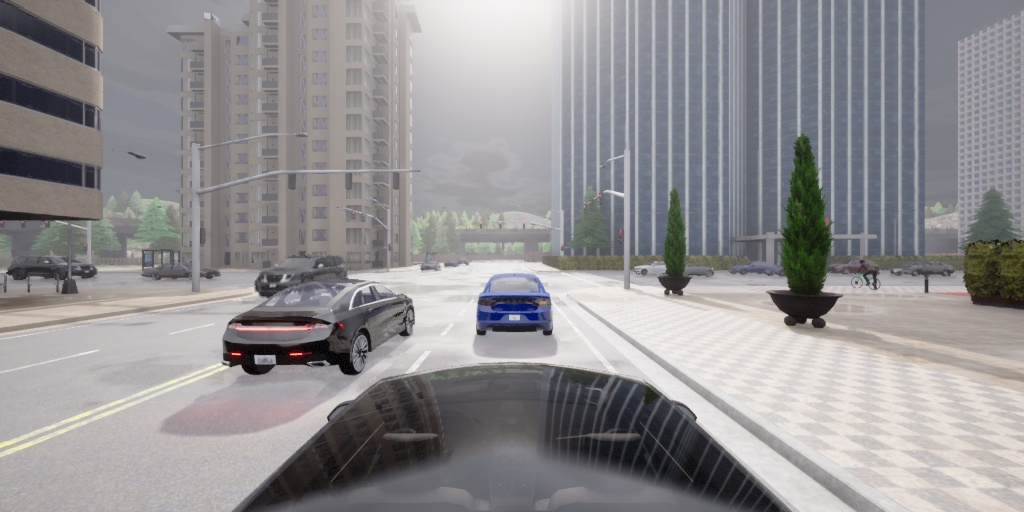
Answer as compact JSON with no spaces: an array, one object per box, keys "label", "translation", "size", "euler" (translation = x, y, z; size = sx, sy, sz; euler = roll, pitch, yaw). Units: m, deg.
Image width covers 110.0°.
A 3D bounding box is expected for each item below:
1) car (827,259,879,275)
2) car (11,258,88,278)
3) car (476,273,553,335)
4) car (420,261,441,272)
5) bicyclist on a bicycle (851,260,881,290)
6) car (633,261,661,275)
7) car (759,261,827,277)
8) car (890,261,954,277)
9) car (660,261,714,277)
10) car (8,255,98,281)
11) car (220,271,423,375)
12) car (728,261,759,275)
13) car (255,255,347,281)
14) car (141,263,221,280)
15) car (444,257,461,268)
[{"label":"car","translation":[35.941,1.101,38.067],"size":[4.553,1.767,2.097],"euler":[0,0,0]},{"label":"car","translation":[-43.385,1.102,33.732],"size":[4.553,1.767,2.097],"euler":[0,0,-1]},{"label":"car","translation":[0.071,1.228,10.493],"size":[1.882,1.535,5.008],"euler":[0,0,0]},{"label":"car","translation":[-10.624,1.314,46.995],"size":[1.994,1.385,4.181],"euler":[0,0,0]},{"label":"bicyclist on a bicycle","translation":[19.632,1.051,19.926],"size":[0.582,1.620,1.656],"euler":[0,0,-1]},{"label":"car","translation":[15.190,1.276,37.863],"size":[4.674,1.442,1.812],"euler":[0,0,-1]},{"label":"car","translation":[26.912,1.276,34.479],"size":[4.674,1.442,1.812],"euler":[0,0,0]},{"label":"car","translation":[39.497,1.239,34.594],"size":[4.902,1.511,2.128],"euler":[0,0,0]},{"label":"car","translation":[16.993,1.314,34.382],"size":[4.181,1.385,1.994],"euler":[0,0,-1]},{"label":"car","translation":[-38.488,0.971,30.110],"size":[5.566,2.045,2.150],"euler":[0,0,0]},{"label":"car","translation":[-3.446,1.242,7.455],"size":[2.128,1.511,4.902],"euler":[0,0,0]},{"label":"car","translation":[25.493,1.276,37.965],"size":[4.674,1.442,1.812],"euler":[0,0,0]},{"label":"car","translation":[-10.609,0.971,18.652],"size":[2.150,2.045,5.566],"euler":[0,0,0]},{"label":"car","translation":[-27.823,1.297,30.204],"size":[5.357,1.411,2.033],"euler":[0,0,-1]},{"label":"car","translation":[-10.602,1.351,62.269],"size":[1.895,1.301,4.718],"euler":[0,0,0]}]
